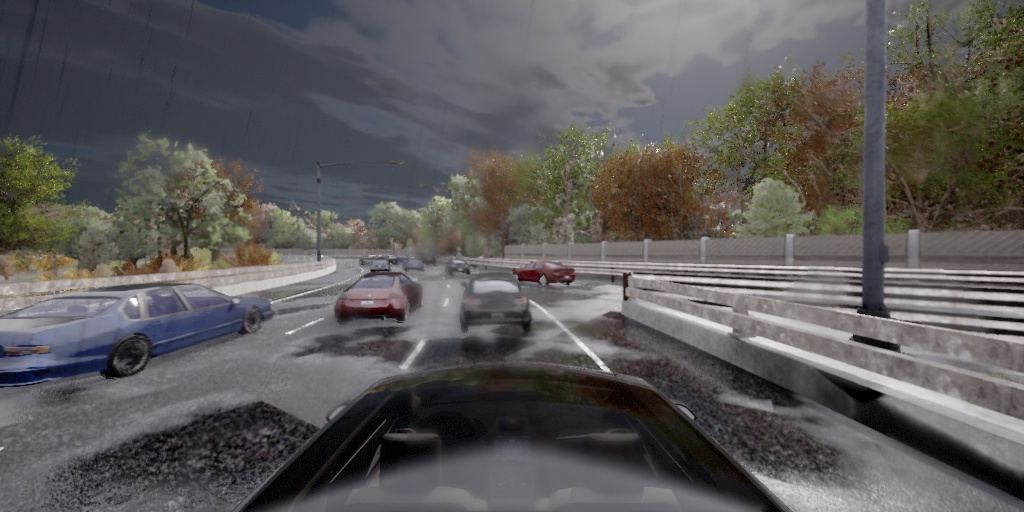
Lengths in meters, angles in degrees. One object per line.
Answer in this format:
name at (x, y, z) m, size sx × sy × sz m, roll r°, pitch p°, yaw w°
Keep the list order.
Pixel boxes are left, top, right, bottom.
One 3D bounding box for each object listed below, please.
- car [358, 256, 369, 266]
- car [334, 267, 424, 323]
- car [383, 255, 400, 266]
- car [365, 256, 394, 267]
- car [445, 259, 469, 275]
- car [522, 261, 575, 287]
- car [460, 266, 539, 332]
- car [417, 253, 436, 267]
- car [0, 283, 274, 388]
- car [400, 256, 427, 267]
car at (-22.492, 0.756, 55.380) m, size 2.128 × 1.511 × 4.902 m, roll 0°, pitch 1°, yaw -30°
car at (-4.135, 1.223, 11.753) m, size 1.994 × 1.385 × 4.181 m, roll 0°, pitch 1°, yaw -6°
car at (-19.243, 0.730, 56.766) m, size 1.882 × 1.535 × 5.008 m, roll 0°, pitch 1°, yaw -30°
car at (-12.886, 0.996, 35.070) m, size 2.033 × 1.411 × 5.357 m, roll 0°, pitch 1°, yaw -19°
car at (-5.177, 0.987, 33.815) m, size 1.812 × 1.442 × 4.674 m, roll 0°, pitch 0°, yaw -17°
car at (1.866, 1.038, 22.914) m, size 1.882 × 1.535 × 5.008 m, roll 0°, pitch 1°, yaw -33°
car at (-0.538, 1.197, 10.536) m, size 1.812 × 1.442 × 4.674 m, roll 0°, pitch 1°, yaw -5°
car at (-12.631, 0.519, 51.908) m, size 2.150 × 2.045 × 5.566 m, roll 0°, pitch 1°, yaw -28°
car at (-7.134, 1.248, 7.077) m, size 2.033 × 1.411 × 5.357 m, roll 0°, pitch 1°, yaw -4°
car at (-10.982, 0.971, 39.790) m, size 1.994 × 1.385 × 4.181 m, roll 0°, pitch 1°, yaw -21°
